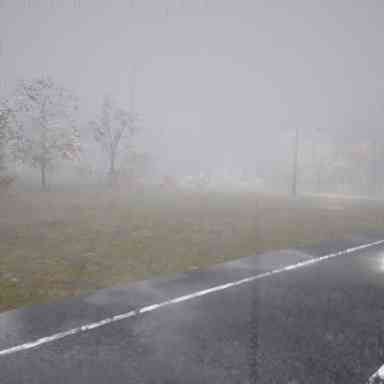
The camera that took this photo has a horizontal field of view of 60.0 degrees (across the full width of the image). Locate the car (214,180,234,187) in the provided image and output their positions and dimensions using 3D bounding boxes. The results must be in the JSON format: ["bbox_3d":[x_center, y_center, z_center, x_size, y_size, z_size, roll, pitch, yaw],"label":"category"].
[{"bbox_3d":[6.957,-1.966,73.356,2.097,1.767,4.553,0,4,-43],"label":"car"}]

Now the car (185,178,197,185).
[{"bbox_3d":[0.428,-2.556,80.407,1.882,1.535,5.008,0,3,-43],"label":"car"}]
